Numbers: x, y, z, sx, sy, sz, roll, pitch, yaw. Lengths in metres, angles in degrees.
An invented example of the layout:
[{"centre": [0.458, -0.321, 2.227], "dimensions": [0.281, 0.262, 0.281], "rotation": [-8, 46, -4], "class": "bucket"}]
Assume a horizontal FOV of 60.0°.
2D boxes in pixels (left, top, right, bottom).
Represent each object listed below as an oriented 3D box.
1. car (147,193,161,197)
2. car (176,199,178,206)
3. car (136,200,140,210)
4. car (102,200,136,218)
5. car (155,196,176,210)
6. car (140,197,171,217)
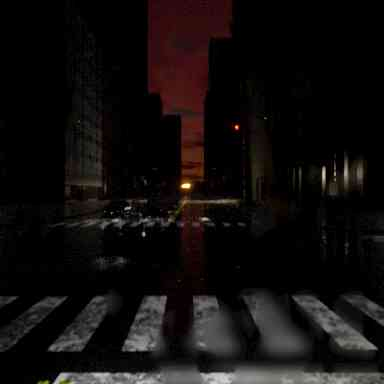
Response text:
[{"centre": [-6.571, 1.232, 58.217], "dimensions": [2.150, 2.045, 5.566], "rotation": [0, 0, 0], "class": "car"}, {"centre": [-3.339, 1.574, 56.056], "dimensions": [1.994, 1.385, 4.181], "rotation": [0, 0, 1], "class": "car"}, {"centre": [-6.611, 1.607, 40.148], "dimensions": [1.895, 1.301, 4.718], "rotation": [0, 0, 0], "class": "car"}, {"centre": [-6.622, 1.509, 29.845], "dimensions": [1.837, 1.490, 4.892], "rotation": [0, 0, 1], "class": "car"}, {"centre": [-3.361, 1.532, 41.632], "dimensions": [1.812, 1.442, 4.674], "rotation": [0, 0, 0], "class": "car"}, {"centre": [-3.355, 1.482, 31.134], "dimensions": [1.882, 1.535, 5.008], "rotation": [0, 0, 0], "class": "car"}]
